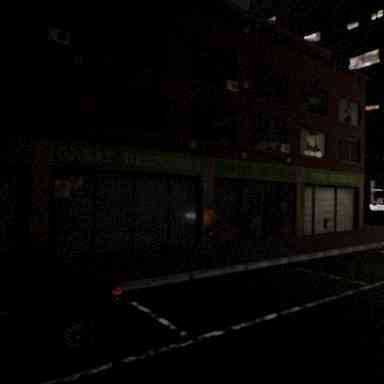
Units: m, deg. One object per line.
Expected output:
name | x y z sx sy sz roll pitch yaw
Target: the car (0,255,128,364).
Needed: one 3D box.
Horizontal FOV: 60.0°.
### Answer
car | -2.934 1.584 4.451 4.206 1.307 1.802 1 0 -36
